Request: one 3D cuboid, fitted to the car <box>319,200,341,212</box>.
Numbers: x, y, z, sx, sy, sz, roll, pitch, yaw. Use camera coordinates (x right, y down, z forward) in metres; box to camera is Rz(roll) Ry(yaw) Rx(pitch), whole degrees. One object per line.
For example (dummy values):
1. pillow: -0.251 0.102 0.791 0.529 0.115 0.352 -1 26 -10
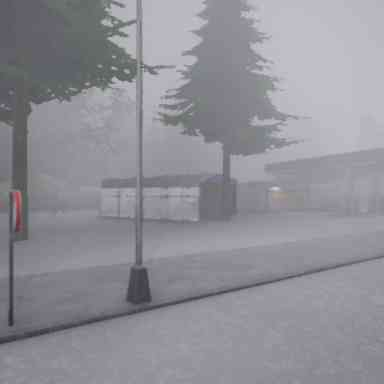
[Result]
1. car: 17.271 1.702 41.166 3.633 1.501 1.845 0 0 -35
